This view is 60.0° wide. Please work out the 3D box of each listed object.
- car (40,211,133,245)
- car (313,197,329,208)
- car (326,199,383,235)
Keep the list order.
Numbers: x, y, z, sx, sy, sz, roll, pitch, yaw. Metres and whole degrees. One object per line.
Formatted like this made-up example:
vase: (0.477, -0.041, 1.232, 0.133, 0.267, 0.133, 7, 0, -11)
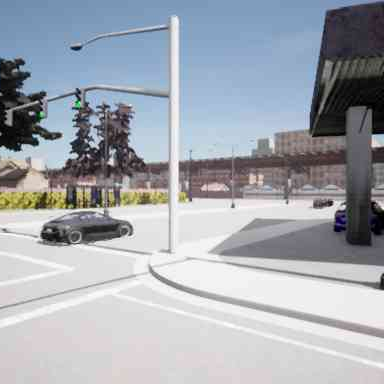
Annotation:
car: (-4.734, 1.587, 15.415, 1.994, 1.385, 4.181, 0, -1, 36)
car: (18.697, 1.514, 47.187, 2.128, 1.511, 4.902, 0, -1, 37)
car: (9.177, 1.287, 17.921, 2.242, 1.667, 4.611, 0, 0, 37)
